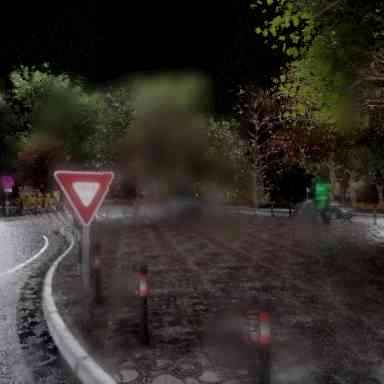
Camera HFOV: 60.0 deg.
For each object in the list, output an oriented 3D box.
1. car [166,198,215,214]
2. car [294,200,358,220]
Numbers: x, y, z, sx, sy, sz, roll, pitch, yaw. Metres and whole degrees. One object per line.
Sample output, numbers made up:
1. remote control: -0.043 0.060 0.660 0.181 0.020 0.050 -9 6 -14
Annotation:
1. car: -0.193 1.371 33.180 4.902 1.511 2.128 -1 0 -6
2. car: 10.181 1.315 25.623 1.837 1.490 4.892 0 -1 -32
